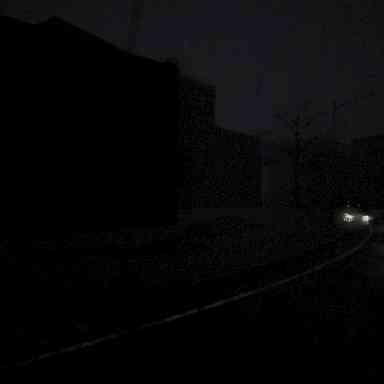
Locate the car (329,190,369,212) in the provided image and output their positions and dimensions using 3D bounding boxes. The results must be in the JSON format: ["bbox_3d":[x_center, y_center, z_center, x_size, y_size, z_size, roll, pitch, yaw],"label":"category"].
[{"bbox_3d":[15.883,0.871,34.113,2.150,2.045,5.566,1,1,3],"label":"car"}]
